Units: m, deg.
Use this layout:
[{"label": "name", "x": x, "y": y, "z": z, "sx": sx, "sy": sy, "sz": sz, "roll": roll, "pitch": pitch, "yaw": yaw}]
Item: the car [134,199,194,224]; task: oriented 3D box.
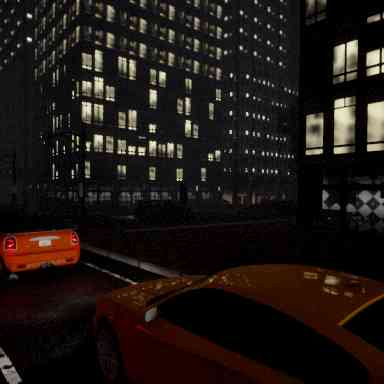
[{"label": "car", "x": -2.211, "y": 1.523, "z": 26.669, "sx": 5.009, "sy": 1.841, "sz": 2.192, "roll": 1, "pitch": 0, "yaw": -39}]

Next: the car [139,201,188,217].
[{"label": "car", "x": -2.846, "y": 1.675, "z": 33.614, "sx": 4.674, "sy": 1.442, "sz": 1.812, "roll": 1, "pitch": 1, "yaw": -39}]

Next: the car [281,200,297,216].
[{"label": "car", "x": 10.899, "y": 1.935, "z": 37.363, "sx": 4.206, "sy": 1.307, "sz": 1.802, "roll": 1, "pitch": 0, "yaw": -39}]

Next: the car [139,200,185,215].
[{"label": "car", "x": -3.272, "y": 1.647, "z": 36.619, "sx": 4.829, "sy": 1.417, "sz": 1.752, "roll": 1, "pitch": 0, "yaw": -39}]

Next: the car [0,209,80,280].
[{"label": "car", "x": -5.193, "y": 1.347, "z": 10.285, "sx": 2.097, "sy": 1.767, "sz": 4.553, "roll": 0, "pitch": 0, "yaw": -40}]

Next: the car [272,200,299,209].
[{"label": "car", "x": 14.336, "y": 1.881, "z": 50.979, "sx": 4.313, "sy": 1.339, "sz": 1.947, "roll": 1, "pitch": 0, "yaw": -39}]

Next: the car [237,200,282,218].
[{"label": "car", "x": 6.660, "y": 1.832, "z": 33.906, "sx": 4.829, "sy": 1.417, "sz": 1.752, "roll": 1, "pitch": 0, "yaw": -39}]

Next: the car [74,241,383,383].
[{"label": "car", "x": 0.749, "y": 1.476, "z": 3.245, "sx": 1.882, "sy": 1.535, "sz": 5.008, "roll": 0, "pitch": 0, "yaw": -40}]

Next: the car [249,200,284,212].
[{"label": "car", "x": 9.921, "y": 1.797, "z": 44.013, "sx": 4.892, "sy": 1.490, "sz": 1.837, "roll": 1, "pitch": 0, "yaw": -39}]
